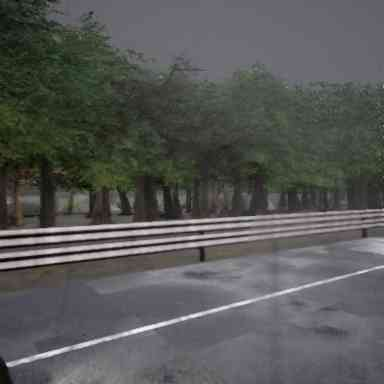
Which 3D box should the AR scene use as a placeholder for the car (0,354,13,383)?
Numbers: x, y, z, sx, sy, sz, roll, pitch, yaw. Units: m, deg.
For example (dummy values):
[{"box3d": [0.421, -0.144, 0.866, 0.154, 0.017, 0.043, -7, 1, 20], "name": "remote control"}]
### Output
[{"box3d": [-3.062, 1.562, 1.551, 4.181, 1.385, 1.994, 0, 0, -36], "name": "car"}]
